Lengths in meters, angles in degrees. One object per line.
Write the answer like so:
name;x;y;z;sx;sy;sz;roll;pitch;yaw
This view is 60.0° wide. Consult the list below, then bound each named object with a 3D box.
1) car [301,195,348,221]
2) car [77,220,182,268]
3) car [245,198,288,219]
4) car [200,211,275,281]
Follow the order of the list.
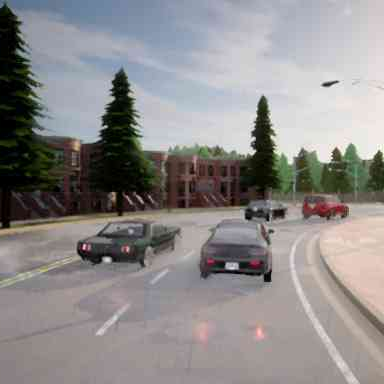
car;11.078;1.249;27.602;2.150;2.045;5.566;0;0;43
car;-1.809;1.590;11.399;1.895;1.301;4.718;0;0;14
car;6.084;1.364;26.938;2.097;1.767;4.553;0;0;37
car;1.431;1.527;9.863;1.812;1.442;4.674;0;0;13
